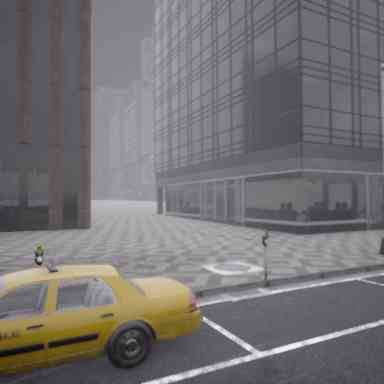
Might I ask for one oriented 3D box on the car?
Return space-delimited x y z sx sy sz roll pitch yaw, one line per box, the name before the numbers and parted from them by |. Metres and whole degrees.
car | -2.235 1.670 4.650 4.829 1.417 1.752 0 -2 -27
